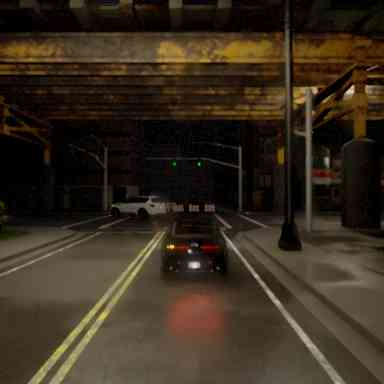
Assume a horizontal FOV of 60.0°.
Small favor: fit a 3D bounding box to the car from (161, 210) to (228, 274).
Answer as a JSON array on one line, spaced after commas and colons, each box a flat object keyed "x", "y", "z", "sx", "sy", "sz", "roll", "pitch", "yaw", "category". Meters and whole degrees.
[{"x": 0.074, "y": 1.569, "z": 10.750, "sx": 1.837, "sy": 1.490, "sz": 4.892, "roll": 0, "pitch": 0, "yaw": 0, "category": "car"}]

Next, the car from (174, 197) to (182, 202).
[{"x": -3.291, "y": 1.750, "z": 79.689, "sx": 1.853, "sy": 1.218, "sz": 4.536, "roll": 0, "pitch": 0, "yaw": 0, "category": "car"}]

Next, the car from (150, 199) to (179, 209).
[{"x": -3.627, "y": 1.551, "z": 44.874, "sx": 1.853, "sy": 1.218, "sz": 4.536, "roll": 0, "pitch": 0, "yaw": 25, "category": "car"}]

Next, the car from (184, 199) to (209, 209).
[{"x": 0.494, "y": 1.550, "z": 44.569, "sx": 1.853, "sy": 1.218, "sz": 4.536, "roll": 0, "pitch": 0, "yaw": -20, "category": "car"}]

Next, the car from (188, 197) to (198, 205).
[{"x": 0.142, "y": 1.858, "z": 71.115, "sx": 2.038, "sy": 1.542, "sz": 4.974, "roll": 0, "pitch": 0, "yaw": 0, "category": "car"}]

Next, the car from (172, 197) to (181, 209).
[{"x": -3.648, "y": 1.709, "z": 44.826, "sx": 2.038, "sy": 1.542, "sz": 4.974, "roll": 0, "pitch": 0, "yaw": 25, "category": "car"}]

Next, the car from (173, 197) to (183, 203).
[{"x": -3.290, "y": 1.907, "z": 79.637, "sx": 2.038, "sy": 1.542, "sz": 4.974, "roll": 0, "pitch": 0, "yaw": 0, "category": "car"}]

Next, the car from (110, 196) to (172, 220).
[{"x": -5.006, "y": 1.396, "z": 30.498, "sx": 5.566, "sy": 2.045, "sz": 2.150, "roll": 0, "pitch": -2, "yaw": 33, "category": "car"}]

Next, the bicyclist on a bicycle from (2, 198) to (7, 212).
[{"x": -21.851, "y": 1.524, "z": 38.538, "sx": 0.582, "sy": 1.620, "sz": 1.656, "roll": 0, "pitch": 0, "yaw": 0, "category": "bicyclist on a bicycle"}]

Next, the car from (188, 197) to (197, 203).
[{"x": 0.141, "y": 1.701, "z": 71.168, "sx": 1.853, "sy": 1.218, "sz": 4.536, "roll": 0, "pitch": 0, "yaw": 0, "category": "car"}]

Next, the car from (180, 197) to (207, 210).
[{"x": 0.512, "y": 1.707, "z": 44.519, "sx": 2.038, "sy": 1.542, "sz": 4.974, "roll": 0, "pitch": 0, "yaw": -20, "category": "car"}]
